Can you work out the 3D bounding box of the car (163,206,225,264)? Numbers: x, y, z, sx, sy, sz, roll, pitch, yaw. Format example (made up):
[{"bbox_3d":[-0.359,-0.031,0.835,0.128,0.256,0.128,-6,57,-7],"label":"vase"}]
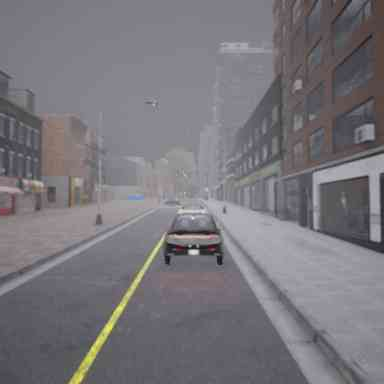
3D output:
[{"bbox_3d":[0.063,1.462,11.710,2.128,1.511,4.902,0,0,0],"label":"car"}]

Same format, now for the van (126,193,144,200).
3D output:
[{"bbox_3d":[-12.945,1.213,76.478,3.998,1.788,1.690,0,-2,0],"label":"van"}]

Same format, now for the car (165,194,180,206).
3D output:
[{"bbox_3d":[-2.839,1.083,48.845,2.097,1.767,4.553,0,0,0],"label":"car"}]

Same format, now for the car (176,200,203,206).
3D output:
[{"bbox_3d":[0.053,1.497,25.432,1.895,1.301,4.718,0,0,0],"label":"car"}]
